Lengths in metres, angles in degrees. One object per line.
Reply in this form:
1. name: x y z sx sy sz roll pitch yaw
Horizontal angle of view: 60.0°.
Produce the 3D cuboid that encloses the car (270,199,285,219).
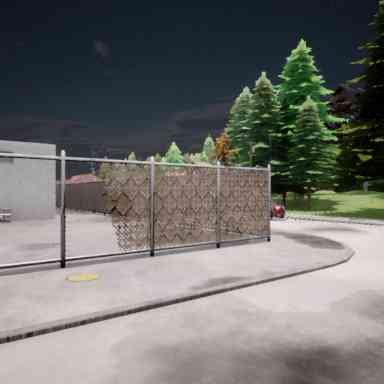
1. car: 5.649 1.352 28.380 2.097 1.767 4.553 0 0 -35
